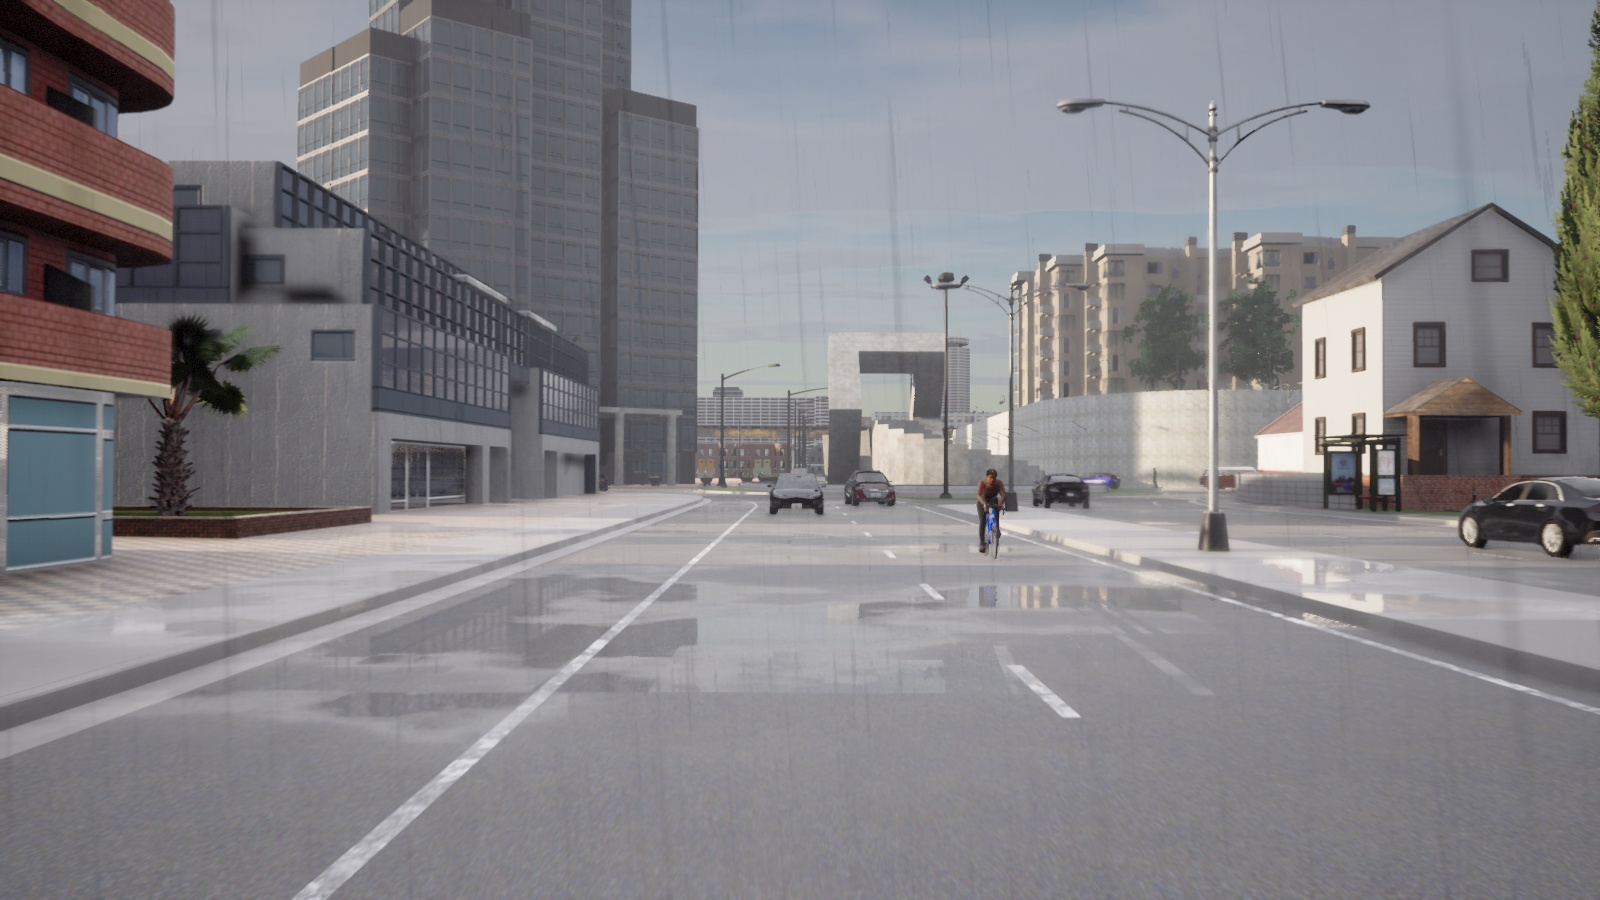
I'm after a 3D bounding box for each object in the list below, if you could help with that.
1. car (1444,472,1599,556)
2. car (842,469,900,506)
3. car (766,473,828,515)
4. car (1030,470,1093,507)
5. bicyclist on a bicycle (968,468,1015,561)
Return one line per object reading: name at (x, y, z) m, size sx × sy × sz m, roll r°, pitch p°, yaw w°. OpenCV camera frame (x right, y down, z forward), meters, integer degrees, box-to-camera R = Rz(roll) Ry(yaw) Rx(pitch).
car at (14.940, 1.176, 24.885) m, size 1.837 × 1.490 × 4.892 m, roll 0°, pitch -1°, yaw 0°
car at (3.200, 1.699, 57.791) m, size 2.033 × 1.649 × 4.856 m, roll 0°, pitch -1°, yaw -4°
car at (-0.111, 1.595, 46.618) m, size 2.163 × 1.488 × 4.792 m, roll 0°, pitch -1°, yaw 0°
car at (11.478, 1.675, 55.451) m, size 1.882 × 1.535 × 5.008 m, roll 0°, pitch -1°, yaw 2°
bicyclist on a bicycle at (3.445, 1.133, 22.674) m, size 0.582 × 1.620 × 1.656 m, roll 0°, pitch -1°, yaw 0°
